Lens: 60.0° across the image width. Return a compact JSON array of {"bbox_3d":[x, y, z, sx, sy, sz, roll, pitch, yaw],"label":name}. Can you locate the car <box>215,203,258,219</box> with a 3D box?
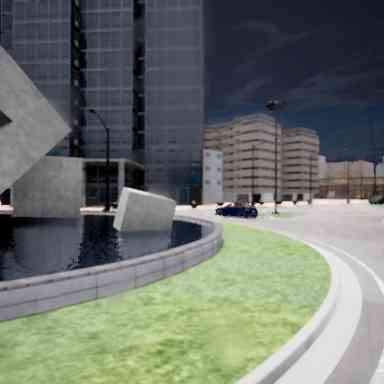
[{"bbox_3d":[4.268,1.764,32.037,1.994,1.385,4.181,1,-1,-44],"label":"car"}]

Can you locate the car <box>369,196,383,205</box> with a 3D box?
[{"bbox_3d":[39.637,1.790,70.903,5.566,2.045,2.150,1,0,-44],"label":"car"}]
